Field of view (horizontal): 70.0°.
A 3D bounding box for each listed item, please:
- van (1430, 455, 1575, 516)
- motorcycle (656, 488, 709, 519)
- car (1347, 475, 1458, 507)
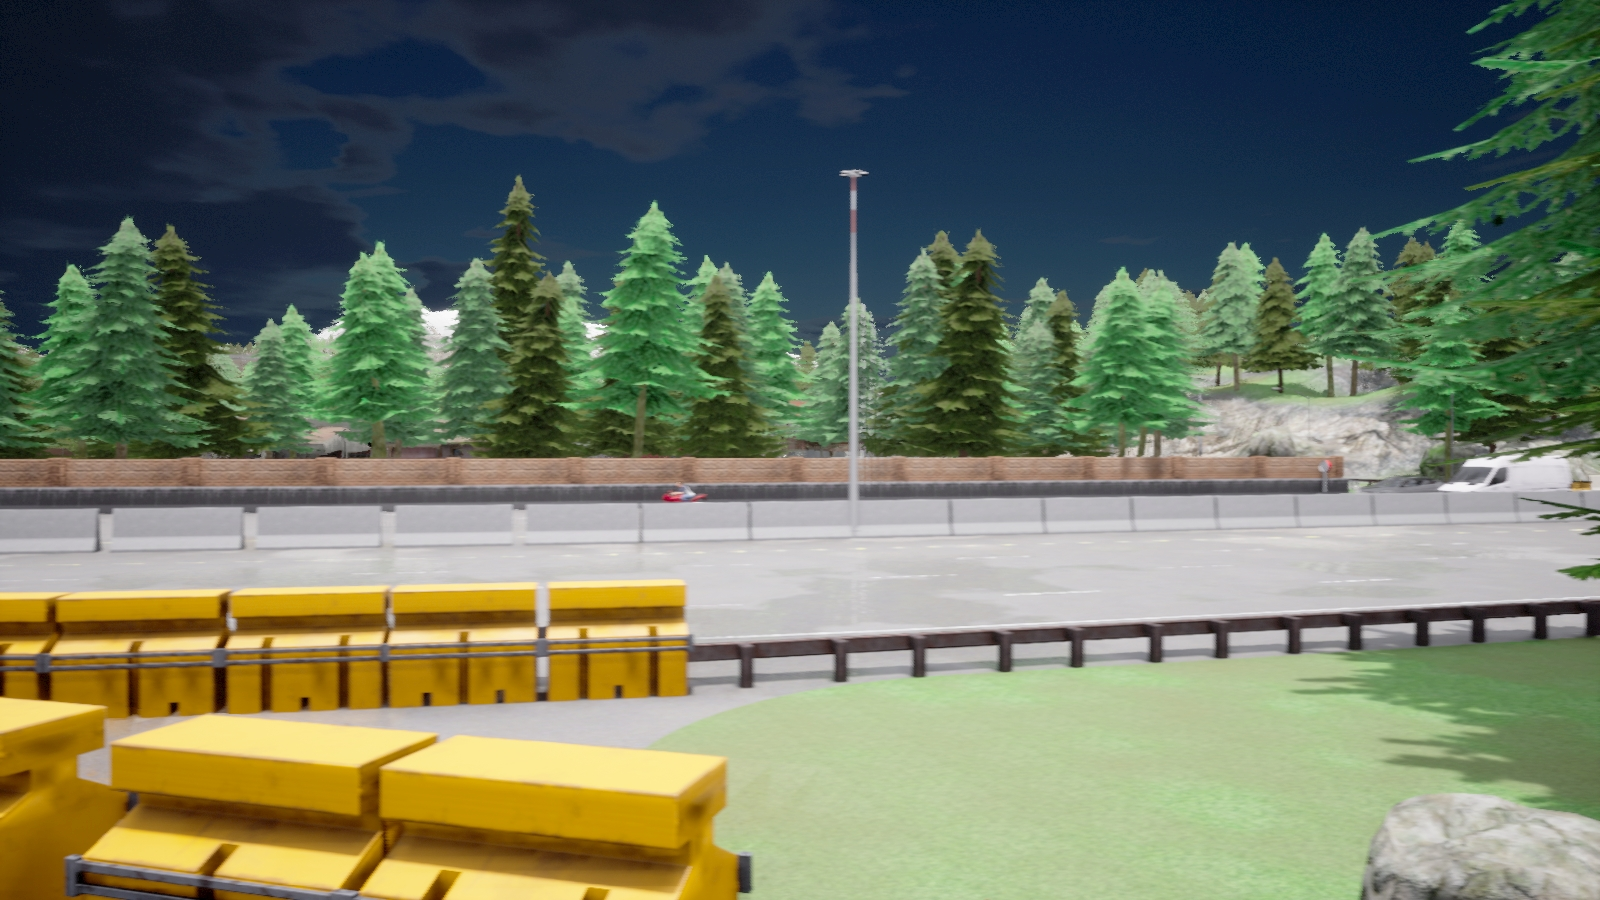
[{"bbox_3d":[30.852,1.524,50.179,5.915,2.561,1.988,0,0,-17],"label":"van"},{"bbox_3d":[-4.819,2.169,46.904,2.033,1.217,0.803,0,-1,-15],"label":"motorcycle"},{"bbox_3d":[30.223,2.051,57.338,4.792,1.488,2.163,0,0,-17],"label":"car"}]
